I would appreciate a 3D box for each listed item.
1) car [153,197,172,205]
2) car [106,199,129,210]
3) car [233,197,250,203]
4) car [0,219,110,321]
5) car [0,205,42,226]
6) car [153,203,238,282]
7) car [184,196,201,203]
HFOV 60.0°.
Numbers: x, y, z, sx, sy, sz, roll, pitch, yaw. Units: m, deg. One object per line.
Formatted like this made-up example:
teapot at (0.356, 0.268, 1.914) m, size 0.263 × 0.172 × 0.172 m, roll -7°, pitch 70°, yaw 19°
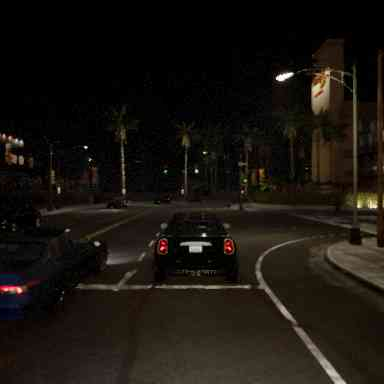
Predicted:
car at (-5.490, 1.641, 62.598) m, size 1.837 × 1.490 × 4.892 m, roll 0°, pitch -1°, yaw 25°
car at (-10.198, 1.646, 45.951) m, size 2.033 × 1.411 × 5.357 m, roll 0°, pitch 0°, yaw 5°
car at (10.767, 1.707, 72.317) m, size 4.181 × 1.385 × 1.994 m, roll 0°, pitch 0°, yaw -40°
car at (-3.408, 1.564, 7.637) m, size 2.033 × 1.411 × 5.357 m, roll 0°, pitch 0°, yaw 0°
car at (-10.599, 1.547, 19.594) m, size 1.837 × 1.490 × 4.892 m, roll 0°, pitch 0°, yaw 0°
car at (0.093, 1.373, 10.008) m, size 2.097 × 1.767 × 4.553 m, roll 0°, pitch 0°, yaw 0°
car at (0.163, 1.677, 71.451) m, size 1.812 × 1.442 × 4.674 m, roll 0°, pitch 0°, yaw 36°
